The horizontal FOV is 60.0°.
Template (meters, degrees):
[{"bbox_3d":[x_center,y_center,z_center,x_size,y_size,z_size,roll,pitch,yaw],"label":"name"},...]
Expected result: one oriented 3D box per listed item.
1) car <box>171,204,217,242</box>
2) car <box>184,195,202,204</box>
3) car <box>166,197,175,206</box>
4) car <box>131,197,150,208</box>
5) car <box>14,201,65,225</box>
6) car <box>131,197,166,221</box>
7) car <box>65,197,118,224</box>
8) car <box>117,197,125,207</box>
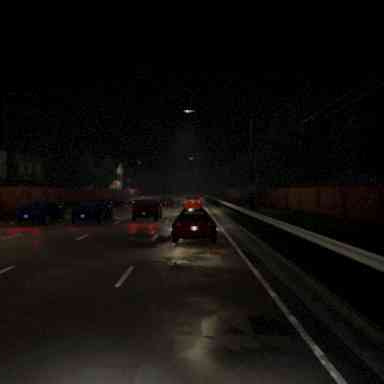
[{"bbox_3d":[0.097,1.484,15.937,1.994,1.385,4.181,0,0,0],"label":"car"},{"bbox_3d":[0.094,1.159,38.625,2.097,1.767,4.553,0,0,0],"label":"car"},{"bbox_3d":[-3.494,1.336,45.844,1.994,1.385,4.181,0,0,0],"label":"car"},{"bbox_3d":[-6.997,1.374,45.590,1.895,1.301,4.718,0,0,0],"label":"car"},{"bbox_3d":[-10.403,1.361,23.276,1.882,1.535,5.008,0,0,0],"label":"car"},{"bbox_3d":[-3.405,1.349,25.856,1.882,1.535,5.008,0,0,0],"label":"car"},{"bbox_3d":[-6.904,1.360,23.477,1.882,1.535,5.008,0,0,0],"label":"car"},{"bbox_3d":[-10.499,1.338,45.386,1.994,1.385,4.181,0,0,0],"label":"car"}]
